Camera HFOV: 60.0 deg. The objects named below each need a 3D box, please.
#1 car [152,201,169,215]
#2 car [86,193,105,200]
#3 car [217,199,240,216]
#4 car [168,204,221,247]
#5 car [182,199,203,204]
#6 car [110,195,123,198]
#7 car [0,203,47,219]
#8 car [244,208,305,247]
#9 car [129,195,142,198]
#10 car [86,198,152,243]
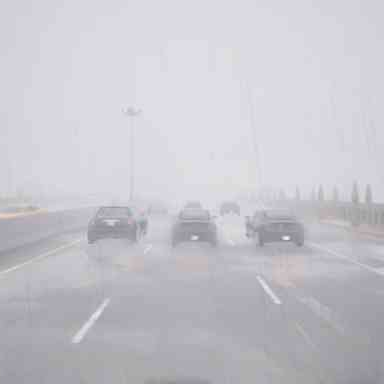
[{"bbox_3d":[-3.407,1.565,33.631,1.994,1.385,4.181,0,0,0],"label":"car"},{"bbox_3d":[-17.549,1.224,60.602,2.150,2.045,5.566,0,0,0],"label":"car"},{"bbox_3d":[3.591,1.506,32.896,1.837,1.490,4.892,0,0,0],"label":"car"},{"bbox_3d":[0.096,1.505,15.123,1.837,1.490,4.892,0,0,0],"label":"car"},{"bbox_3d":[0.093,1.506,32.897,1.837,1.490,4.892,0,0,0],"label":"car"},{"bbox_3d":[-14.040,1.354,61.875,2.097,1.767,4.553,0,0,0],"label":"car"},{"bbox_3d":[-10.604,1.478,20.212,1.882,1.535,5.008,0,0,0],"label":"car"},{"bbox_3d":[3.596,1.505,15.107,1.837,1.490,4.892,0,0,0],"label":"car"},{"bbox_3d":[-10.535,1.354,62.270,2.097,1.767,4.553,0,0,0],"label":"car"},{"bbox_3d":[-3.404,1.353,16.087,2.097,1.767,4.553,0,0,0],"label":"car"}]
